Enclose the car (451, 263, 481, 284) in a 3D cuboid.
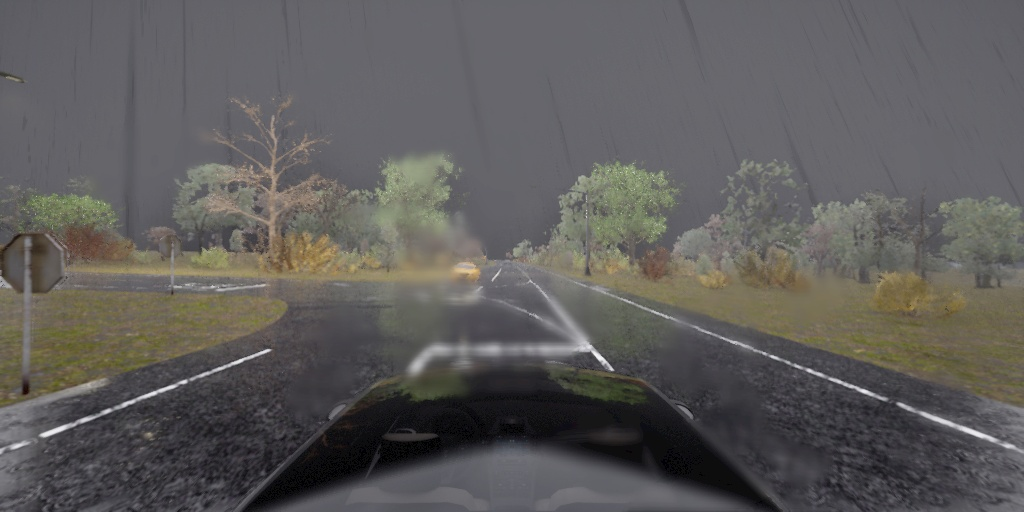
[{"bbox_3d":[-3.515,1.329,28.021,1.882,1.535,5.008,0,-2,0],"label":"car"}]
